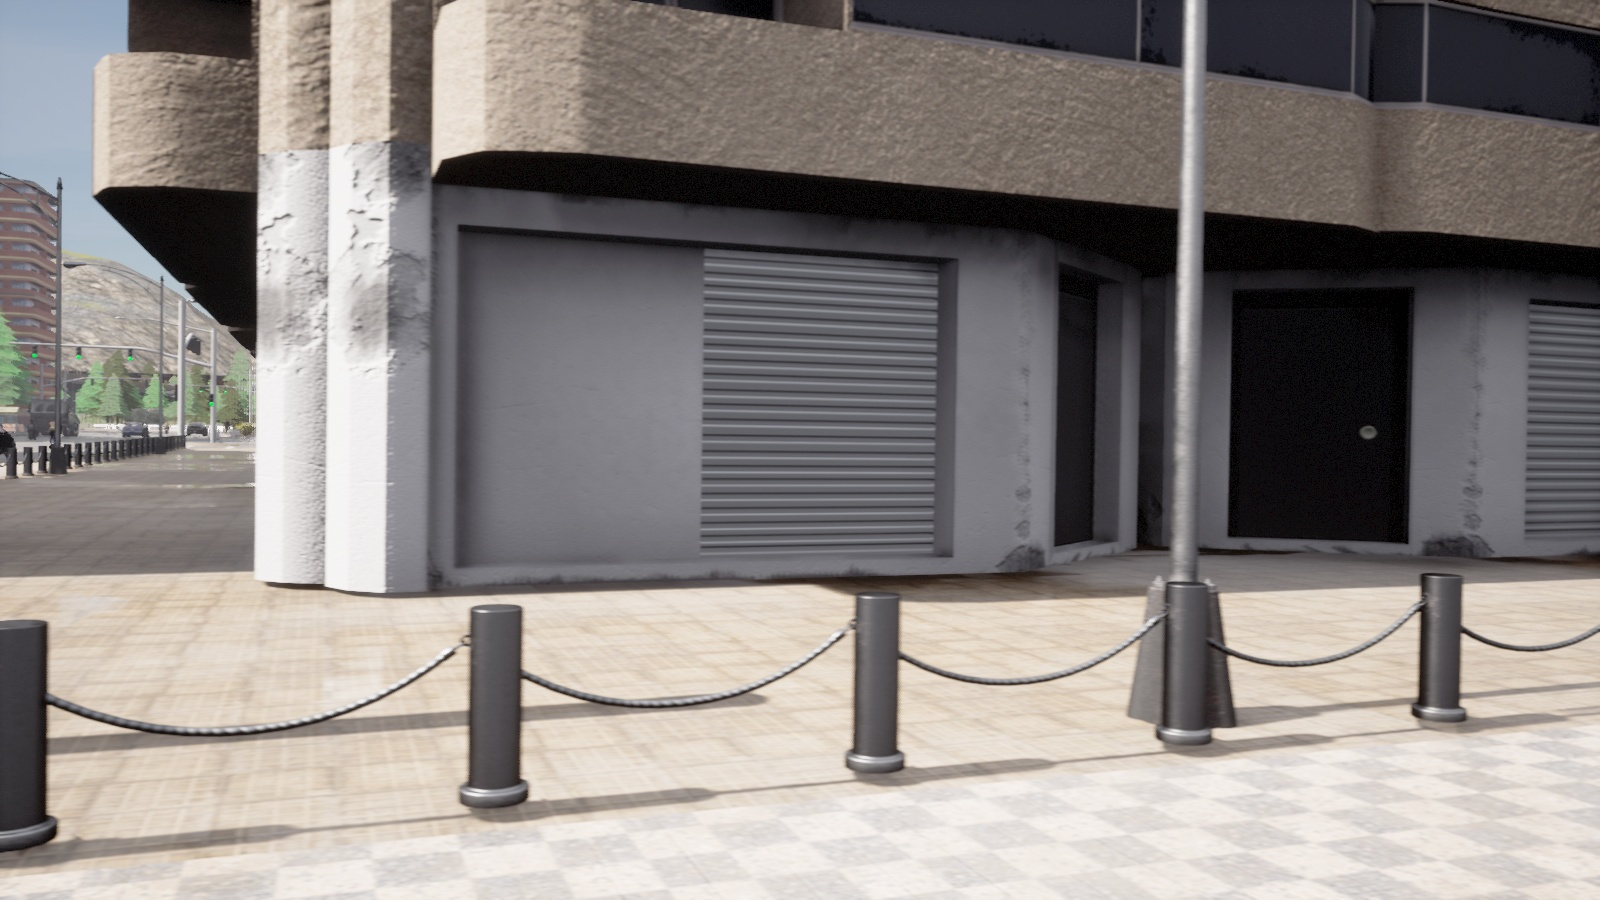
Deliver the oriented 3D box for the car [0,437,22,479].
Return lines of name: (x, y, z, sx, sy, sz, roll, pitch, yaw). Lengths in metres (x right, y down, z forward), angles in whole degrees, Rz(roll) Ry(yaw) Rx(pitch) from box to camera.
car: (-30.349, 0.270, 46.581, 1.845, 1.501, 3.633, -1, 1, -21)
